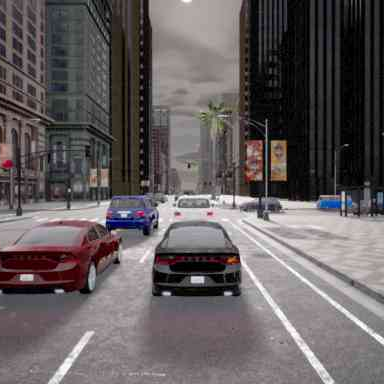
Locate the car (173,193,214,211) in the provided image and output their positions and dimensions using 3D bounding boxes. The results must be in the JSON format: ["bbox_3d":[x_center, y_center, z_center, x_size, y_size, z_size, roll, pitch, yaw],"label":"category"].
[{"bbox_3d":[0.086,1.221,18.607,2.150,2.045,5.566,0,0,0],"label":"car"}]

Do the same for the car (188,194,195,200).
[{"bbox_3d":[-0.076,1.395,92.516,2.033,1.411,5.357,0,0,0],"label":"car"}]

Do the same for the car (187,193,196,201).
[{"bbox_3d":[-0.068,1.221,82.127,2.150,2.045,5.566,0,0,0],"label":"car"}]

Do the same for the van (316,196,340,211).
[{"bbox_3d":[17.033,1.314,39.840,3.998,1.788,1.690,0,0,0],"label":"van"}]

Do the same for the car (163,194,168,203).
[{"bbox_3d":[-6.593,1.225,65.278,2.150,2.045,5.566,0,0,1],"label":"car"}]

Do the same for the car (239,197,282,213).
[{"bbox_3d":[7.519,1.340,36.829,4.553,1.767,2.097,0,0,-5],"label":"car"}]

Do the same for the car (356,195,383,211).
[{"bbox_3d":[22.710,1.284,39.846,5.009,1.841,2.192,0,0,0],"label":"car"}]

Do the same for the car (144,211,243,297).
[{"bbox_3d":[0.092,1.477,8.648,1.882,1.535,5.008,0,0,0],"label":"car"}]

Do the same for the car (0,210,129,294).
[{"bbox_3d":[-3.157,1.477,8.800,1.882,1.535,5.008,0,0,0],"label":"car"}]

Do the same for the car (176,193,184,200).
[{"bbox_3d":[-3.326,1.192,92.067,2.097,1.767,4.553,0,0,0],"label":"car"}]

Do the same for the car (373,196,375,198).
[{"bbox_3d":[22.620,1.455,37.184,5.008,1.535,1.882,0,0,0],"label":"car"}]

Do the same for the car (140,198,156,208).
[{"bbox_3d":[-6.620,1.602,50.620,1.895,1.301,4.718,0,0,-1],"label":"car"}]

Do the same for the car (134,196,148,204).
[{"bbox_3d":[-9.844,1.527,64.477,1.812,1.442,4.674,0,0,0],"label":"car"}]

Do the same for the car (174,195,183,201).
[{"bbox_3d":[-3.318,1.495,81.677,1.837,1.490,4.892,0,0,0],"label":"car"}]

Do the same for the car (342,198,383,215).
[{"bbox_3d":[17.044,1.548,31.316,4.403,1.369,2.008,0,0,0],"label":"car"}]

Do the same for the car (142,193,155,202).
[{"bbox_3d":[-9.813,1.228,75.578,2.150,2.045,5.566,0,0,0],"label":"car"}]

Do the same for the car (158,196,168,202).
[{"bbox_3d":[-6.563,1.598,76.106,1.895,1.301,4.718,0,0,0],"label":"car"}]

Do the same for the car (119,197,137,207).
[{"bbox_3d":[-9.926,1.492,51.869,2.128,1.511,4.902,0,0,-3],"label":"car"}]

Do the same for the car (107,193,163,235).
[{"bbox_3d":[-3.194,1.221,18.664,2.150,2.045,5.566,0,0,2],"label":"car"}]
